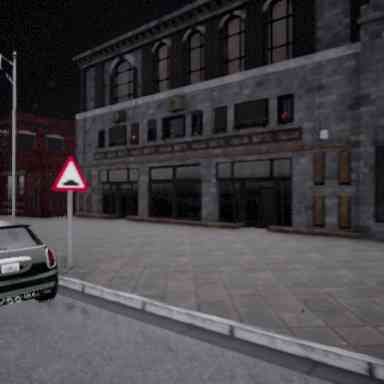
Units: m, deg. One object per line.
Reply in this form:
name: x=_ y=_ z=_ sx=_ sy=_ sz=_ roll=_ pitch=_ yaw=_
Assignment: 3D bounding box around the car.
car: x=-4.888 y=1.363 z=7.155 sx=4.553 sy=1.767 sz=2.097 roll=0 pitch=0 yaw=37
